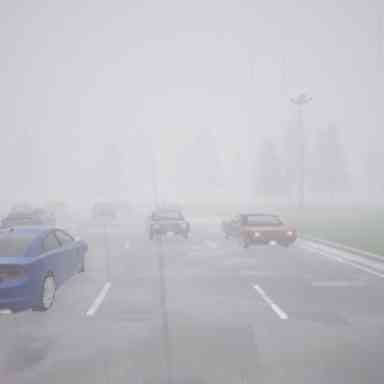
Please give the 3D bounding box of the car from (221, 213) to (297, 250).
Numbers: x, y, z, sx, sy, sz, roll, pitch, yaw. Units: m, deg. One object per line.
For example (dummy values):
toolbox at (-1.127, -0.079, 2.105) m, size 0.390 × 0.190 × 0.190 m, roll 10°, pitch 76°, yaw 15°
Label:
car at (2.613, 1.556, 14.252) m, size 1.895 × 1.301 × 4.718 m, roll -1°, pitch 0°, yaw -8°

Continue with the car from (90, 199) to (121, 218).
car at (-8.067, 1.602, 30.054) m, size 2.033 × 1.411 × 5.357 m, roll -1°, pitch 0°, yaw -20°

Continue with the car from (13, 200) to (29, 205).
car at (-19.433, 1.697, 38.102) m, size 1.812 × 1.442 × 4.674 m, roll 0°, pitch 0°, yaw -31°

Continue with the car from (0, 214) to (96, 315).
car at (-3.774, 1.510, 7.696) m, size 1.882 × 1.535 × 5.008 m, roll 0°, pitch 0°, yaw -4°

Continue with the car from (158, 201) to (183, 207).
car at (-2.570, 1.590, 35.225) m, size 1.895 × 1.301 × 4.718 m, roll -1°, pitch 0°, yaw -21°

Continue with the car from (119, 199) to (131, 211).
car at (-8.832, 1.578, 40.520) m, size 1.812 × 1.442 × 4.674 m, roll 0°, pitch 0°, yaw -28°

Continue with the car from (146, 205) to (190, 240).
car at (-1.397, 1.597, 17.220) m, size 1.895 × 1.301 × 4.718 m, roll -1°, pitch 0°, yaw -11°

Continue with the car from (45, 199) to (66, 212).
car at (-16.426, 1.614, 39.868) m, size 1.882 × 1.535 × 5.008 m, roll 0°, pitch -1°, yaw -31°

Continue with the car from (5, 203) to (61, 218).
car at (-8.794, 1.579, 18.246) m, size 1.837 × 1.490 × 4.892 m, roll 0°, pitch -1°, yaw -11°
